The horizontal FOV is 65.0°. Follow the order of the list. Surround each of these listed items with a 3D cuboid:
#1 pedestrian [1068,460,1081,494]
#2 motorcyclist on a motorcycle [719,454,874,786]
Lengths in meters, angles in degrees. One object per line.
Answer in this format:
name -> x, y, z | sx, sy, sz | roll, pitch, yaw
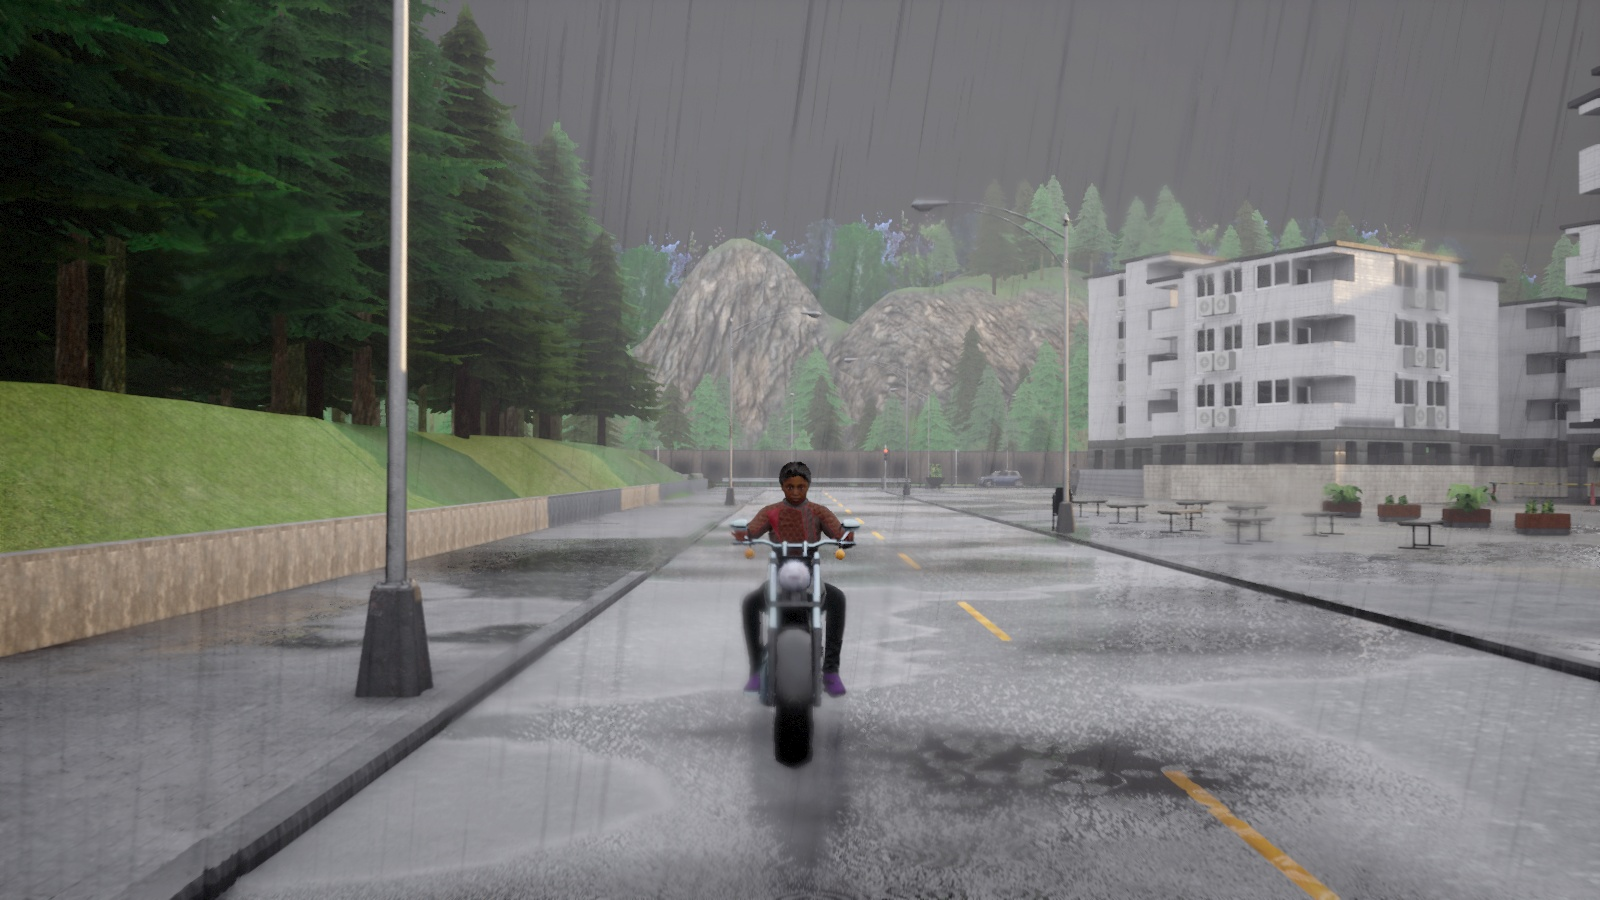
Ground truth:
pedestrian -> 15.696, 1.542, 71.935 | 0.659, 1.952, 0.873 | 0, -1, 9
motorcyclist on a motorcycle -> -0.023, 0.873, 7.441 | 0.766, 1.649, 2.350 | 0, -1, 0
